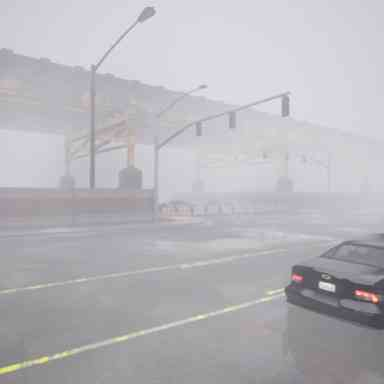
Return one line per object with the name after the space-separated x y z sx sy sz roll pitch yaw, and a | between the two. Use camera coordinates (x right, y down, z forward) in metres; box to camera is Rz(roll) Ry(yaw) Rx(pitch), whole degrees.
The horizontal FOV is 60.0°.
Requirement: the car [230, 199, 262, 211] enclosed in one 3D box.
6.423 1.469 42.266 4.536 1.218 1.853 0 0 -7 | car

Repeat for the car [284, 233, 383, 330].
4.217 1.590 6.852 5.357 1.411 2.033 0 0 -36 | car

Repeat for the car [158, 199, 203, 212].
-1.172 1.412 35.764 4.536 1.218 1.853 0 0 8 | car

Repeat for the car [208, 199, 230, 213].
2.599 1.596 38.477 2.038 1.542 4.974 0 0 18 | car

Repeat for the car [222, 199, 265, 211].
6.474 1.627 42.273 4.974 1.542 2.038 0 0 -7 | car

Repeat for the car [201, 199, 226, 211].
2.615 1.439 38.527 1.853 1.218 4.536 0 0 18 | car

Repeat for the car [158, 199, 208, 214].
-1.121 1.570 35.757 4.974 1.542 2.038 0 0 8 | car
